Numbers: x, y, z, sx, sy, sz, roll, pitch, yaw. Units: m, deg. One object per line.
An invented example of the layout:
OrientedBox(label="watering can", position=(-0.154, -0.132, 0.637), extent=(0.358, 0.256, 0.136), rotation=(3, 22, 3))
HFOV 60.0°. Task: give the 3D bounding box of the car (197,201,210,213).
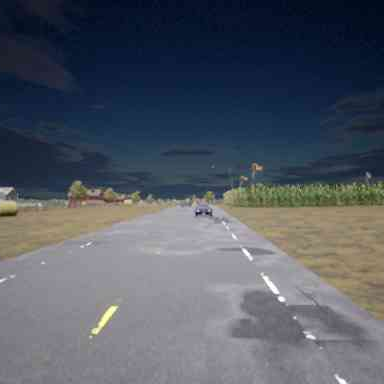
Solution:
OrientedBox(label="car", position=(1.620, 2.097, 46.975), extent=(1.837, 1.490, 4.892), rotation=(0, -1, 2))

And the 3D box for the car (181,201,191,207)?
OrientedBox(label="car", position=(-1.182, 2.583, 71.176), extent=(1.994, 1.385, 4.181), rotation=(0, -1, 2))

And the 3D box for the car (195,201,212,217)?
OrientedBox(label="car", position=(1.289, 2.034, 37.046), extent=(1.895, 1.301, 4.718), rotation=(0, -1, 2))
